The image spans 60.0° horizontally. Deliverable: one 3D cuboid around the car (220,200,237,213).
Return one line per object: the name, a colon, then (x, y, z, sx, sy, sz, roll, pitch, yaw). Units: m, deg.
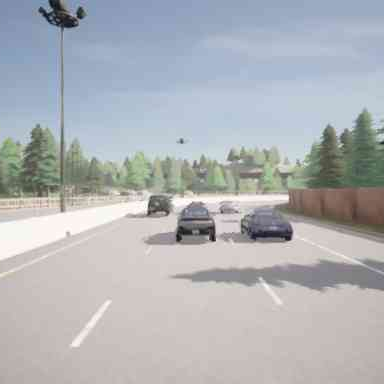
car: (4.173, 1.592, 37.693, 1.812, 1.442, 4.674, -1, 0, 5)

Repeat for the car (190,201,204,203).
car: (0.617, 1.639, 36.852, 1.994, 1.385, 4.181, 0, 0, 5)

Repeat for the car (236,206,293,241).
car: (3.671, 1.589, 16.973, 1.994, 1.385, 4.181, 0, 0, 0)

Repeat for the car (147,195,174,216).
car: (-3.119, 1.301, 33.800, 2.150, 2.045, 5.566, -1, 0, 3)

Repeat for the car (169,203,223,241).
car: (0.172, 1.527, 16.876, 2.128, 1.511, 4.902, 0, 0, 0)
